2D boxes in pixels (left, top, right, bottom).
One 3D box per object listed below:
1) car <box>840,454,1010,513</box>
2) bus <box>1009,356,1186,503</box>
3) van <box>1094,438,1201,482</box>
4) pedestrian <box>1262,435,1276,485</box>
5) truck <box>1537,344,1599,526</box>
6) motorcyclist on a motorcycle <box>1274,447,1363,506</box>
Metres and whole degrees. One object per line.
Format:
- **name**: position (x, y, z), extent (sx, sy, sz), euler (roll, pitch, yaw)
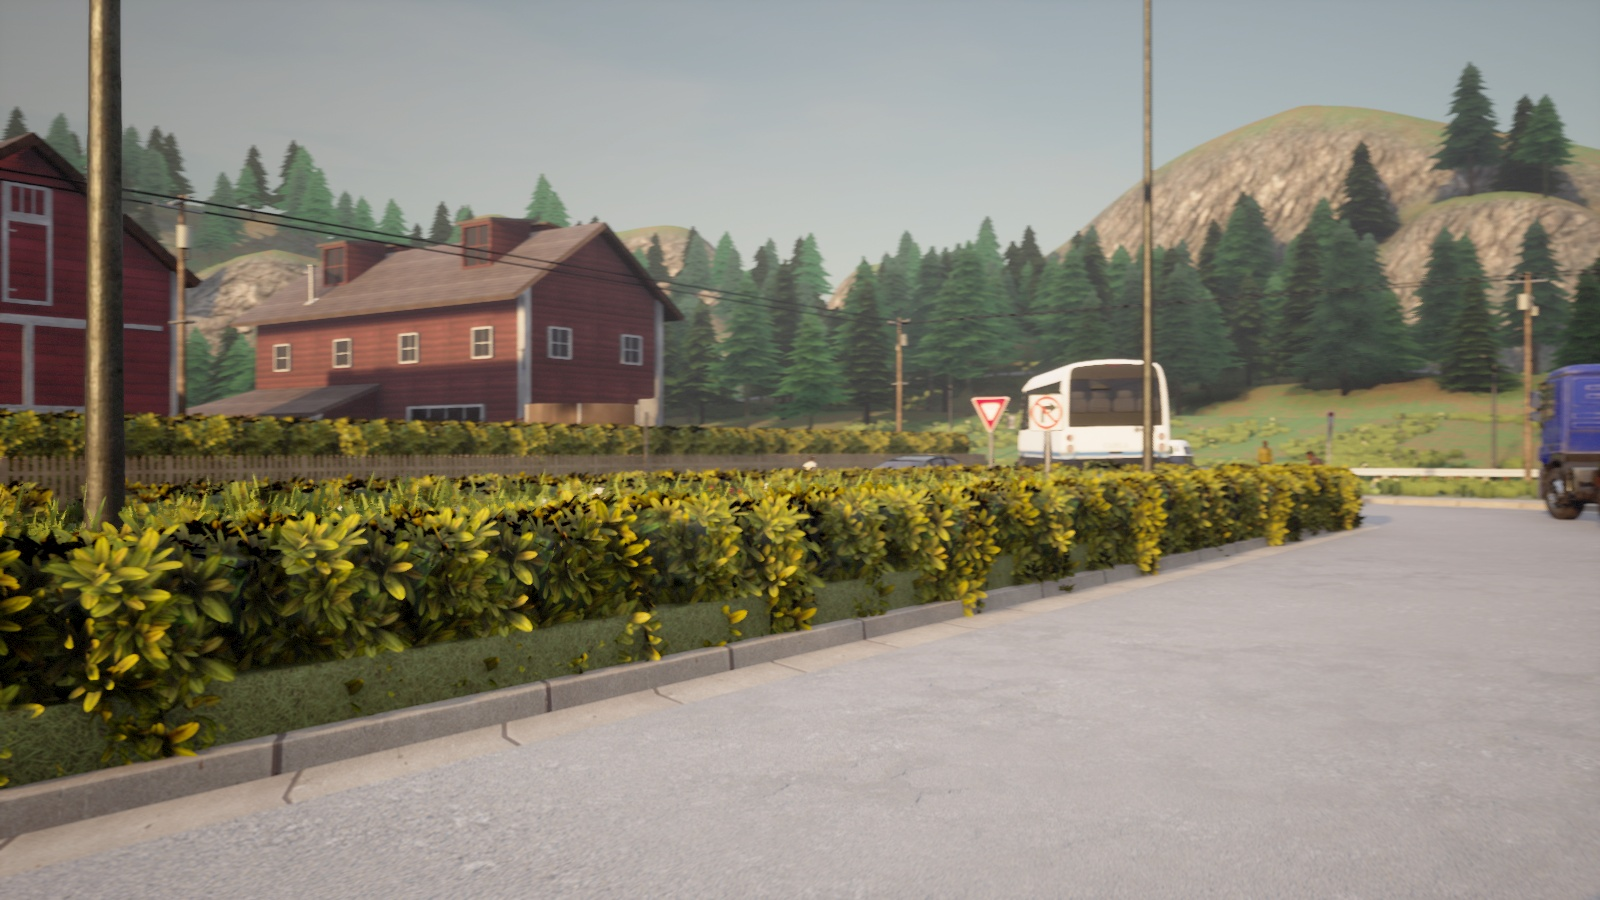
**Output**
- **car**: position (3.414, 0.820, 33.149), extent (2.033, 1.411, 5.357), euler (0, 0, 36)
- **bus**: position (9.633, -0.625, 42.244), extent (3.944, 4.253, 10.273), euler (-1, 0, 3)
- **van**: position (16.611, 0.462, 60.067), extent (4.480, 2.038, 2.069), euler (0, 0, 36)
- **pedestrian**: position (17.619, 0.371, 47.214), extent (0.370, 1.835, 0.726), euler (0, 0, 12)
- **truck**: position (17.051, -0.295, 24.715), extent (2.891, 3.462, 7.936), euler (0, 0, 19)
- **motorcyclist on a motorcycle**: position (13.937, 0.699, 33.803), extent (0.797, 1.523, 2.044), euler (0, 0, -43)
